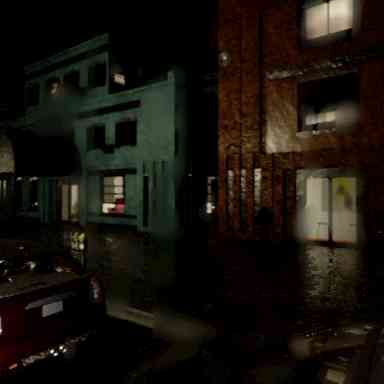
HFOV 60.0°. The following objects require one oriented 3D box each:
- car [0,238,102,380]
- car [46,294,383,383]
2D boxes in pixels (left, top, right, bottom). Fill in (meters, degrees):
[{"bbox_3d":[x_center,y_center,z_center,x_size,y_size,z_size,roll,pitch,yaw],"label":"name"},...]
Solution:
[{"bbox_3d":[-3.285,1.458,5.205,4.097,1.590,1.967,0,0,35],"label":"car"},{"bbox_3d":[1.359,1.551,1.904,4.403,1.369,2.008,0,0,35],"label":"car"}]
